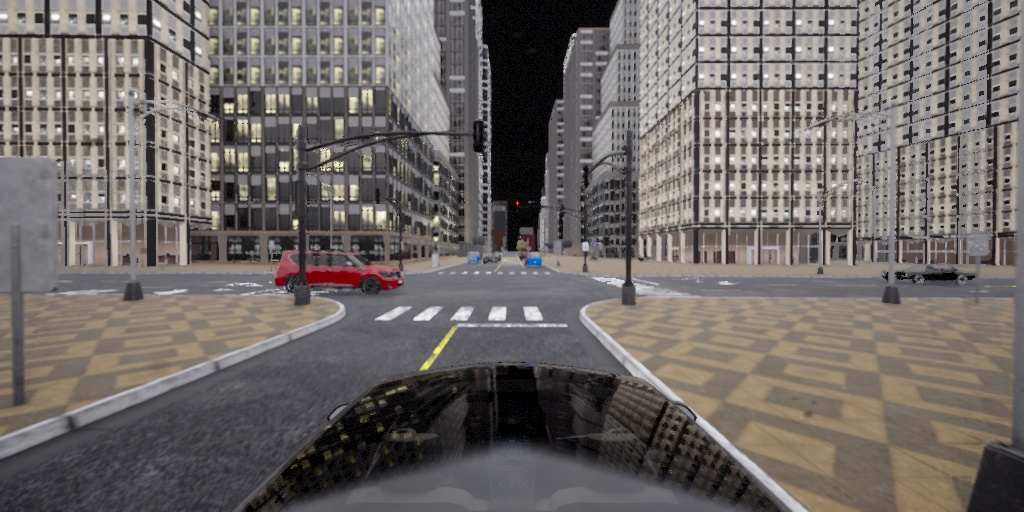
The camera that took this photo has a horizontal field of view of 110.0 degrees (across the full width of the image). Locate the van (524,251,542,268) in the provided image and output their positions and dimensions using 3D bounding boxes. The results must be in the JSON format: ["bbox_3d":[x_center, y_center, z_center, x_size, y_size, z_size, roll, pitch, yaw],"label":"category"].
[{"bbox_3d":[2.668,0.452,43.041,1.690,1.789,3.998,0,0,0],"label":"van"}]

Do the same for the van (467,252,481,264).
[{"bbox_3d":[-5.787,0.280,54.143,1.690,1.789,3.998,0,0,0],"label":"van"}]

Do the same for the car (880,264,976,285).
[{"bbox_3d":[28.037,1.213,24.270,4.718,1.301,1.895,0,1,-1],"label":"car"}]

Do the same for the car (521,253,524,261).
[{"bbox_3d":[2.597,0.571,48.579,1.888,1.381,4.507,0,0,0],"label":"car"}]

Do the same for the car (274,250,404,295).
[{"bbox_3d":[-8.037,0.793,16.896,5.566,2.045,2.150,1,1,-1],"label":"car"}]

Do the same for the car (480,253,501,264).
[{"bbox_3d":[-3.156,0.520,53.057,1.994,1.385,4.181,0,1,1],"label":"car"}]
